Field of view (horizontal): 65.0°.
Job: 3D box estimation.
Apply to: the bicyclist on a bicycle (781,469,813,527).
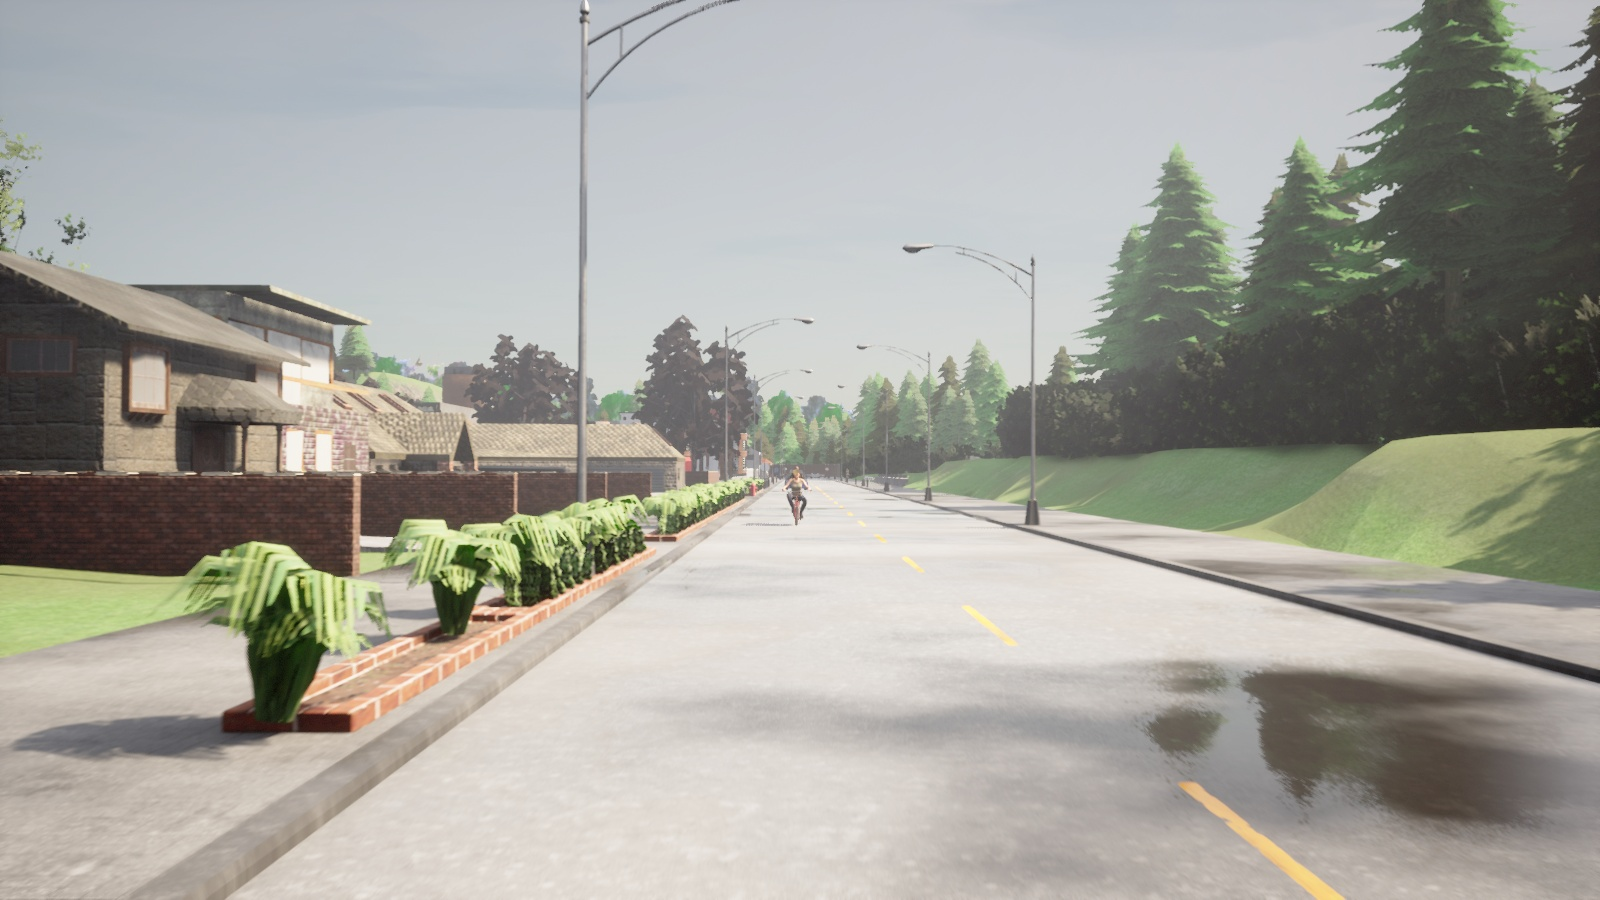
[{"bbox_3d":[-0.086,1.348,35.646,0.866,1.612,1.509,0,-1,0],"label":"bicyclist on a bicycle"}]
